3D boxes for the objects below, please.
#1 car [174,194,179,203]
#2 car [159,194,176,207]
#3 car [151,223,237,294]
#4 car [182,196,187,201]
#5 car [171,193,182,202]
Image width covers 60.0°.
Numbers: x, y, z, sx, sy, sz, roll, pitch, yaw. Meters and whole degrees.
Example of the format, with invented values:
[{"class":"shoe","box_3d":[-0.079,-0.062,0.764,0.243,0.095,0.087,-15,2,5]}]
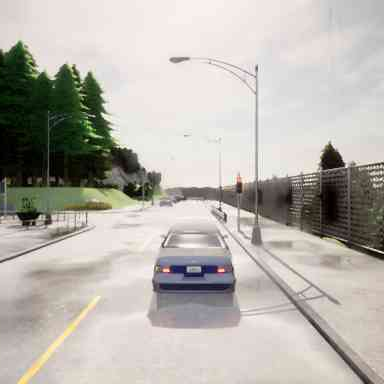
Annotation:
[{"class":"car","box_3d":[-3.973,1.525,63.234,1.812,1.442,4.674,0,0,1]},{"class":"car","box_3d":[-4.023,1.504,52.508,1.837,1.490,4.892,0,0,0]},{"class":"car","box_3d":[0.058,1.547,8.960,2.033,1.411,5.357,0,0,1]},{"class":"car","box_3d":[-3.689,1.539,86.799,5.357,1.411,2.033,0,0,40]},{"class":"car","box_3d":[-3.901,1.224,74.477,2.150,2.045,5.566,0,0,0]}]
